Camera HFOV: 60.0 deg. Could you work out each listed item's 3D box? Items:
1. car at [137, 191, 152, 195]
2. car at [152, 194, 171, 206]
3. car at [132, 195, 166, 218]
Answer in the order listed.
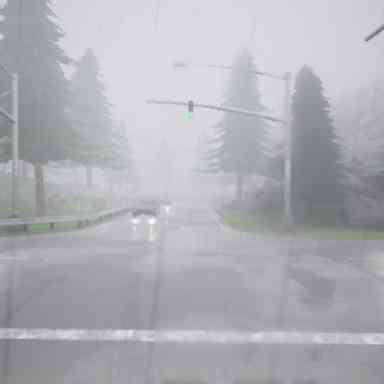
[{"bbox_3d":[-8.129,0.493,57.382,1.882,1.535,5.008,-1,1,-44],"label":"car"},{"bbox_3d":[-3.658,1.092,42.331,1.994,1.385,4.181,0,1,-1],"label":"car"},{"bbox_3d":[-3.592,1.243,27.240,2.033,1.411,5.357,0,1,0],"label":"car"}]
